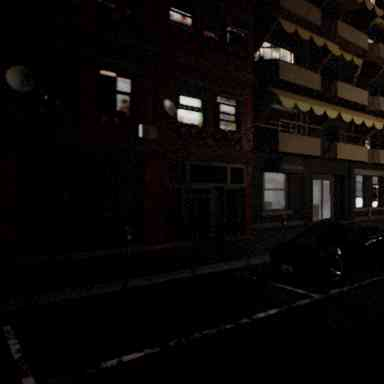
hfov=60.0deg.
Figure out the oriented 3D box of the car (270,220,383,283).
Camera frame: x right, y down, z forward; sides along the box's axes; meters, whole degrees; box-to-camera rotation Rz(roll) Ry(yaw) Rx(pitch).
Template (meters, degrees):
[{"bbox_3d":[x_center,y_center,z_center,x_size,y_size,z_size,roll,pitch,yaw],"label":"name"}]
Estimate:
[{"bbox_3d":[4.150,1.508,9.507,4.313,1.339,1.947,0,1,-35],"label":"car"}]
